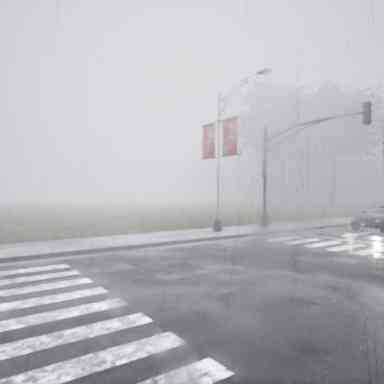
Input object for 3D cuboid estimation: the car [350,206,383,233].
[{"bbox_3d":[11.366,1.550,19.758,4.674,1.442,1.812,0,0,-34],"label":"car"}]
